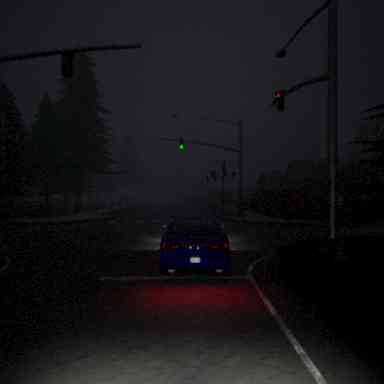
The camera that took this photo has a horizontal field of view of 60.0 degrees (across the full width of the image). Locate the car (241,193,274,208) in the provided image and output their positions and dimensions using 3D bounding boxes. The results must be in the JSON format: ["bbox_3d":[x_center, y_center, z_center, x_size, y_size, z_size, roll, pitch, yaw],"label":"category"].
[{"bbox_3d":[8.425,1.133,43.087,3.866,1.878,1.905,0,0,-1],"label":"car"}]

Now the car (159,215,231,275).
[{"bbox_3d":[0.057,1.471,10.466,1.882,1.535,5.008,0,0,0],"label":"car"}]

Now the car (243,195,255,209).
[{"bbox_3d":[8.840,1.132,40.577,4.605,1.855,1.932,0,0,-1],"label":"car"}]
